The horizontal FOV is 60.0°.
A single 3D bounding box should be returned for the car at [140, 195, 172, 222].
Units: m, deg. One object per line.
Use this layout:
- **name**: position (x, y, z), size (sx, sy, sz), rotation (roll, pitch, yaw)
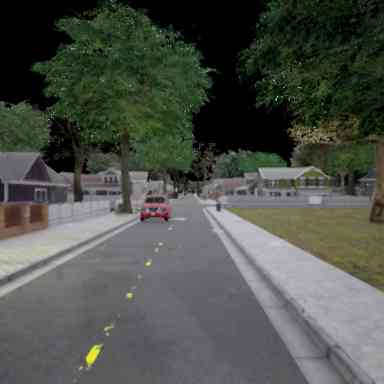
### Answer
- **car**: position (-2.839, 1.270, 27.085), size (2.150, 2.045, 5.566), rotation (0, 0, 0)
